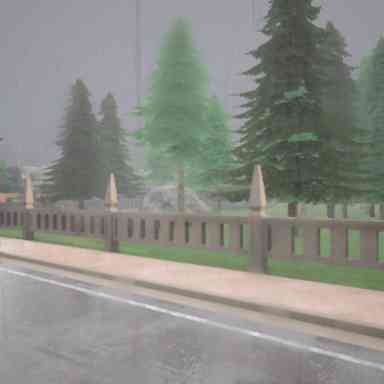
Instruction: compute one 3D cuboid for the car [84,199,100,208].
[{"bbox_3d":[-17.222,1.946,56.011,1.837,1.490,4.892,-1,-1,36],"label":"car"}]
